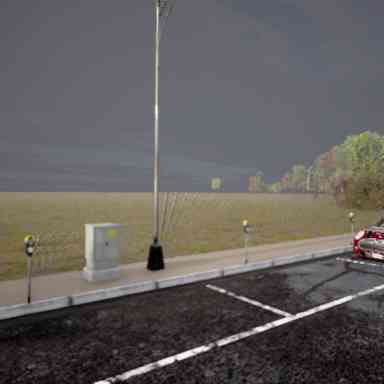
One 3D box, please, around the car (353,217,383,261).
[{"bbox_3d":[7.263,1.419,11.278,4.097,1.590,1.967,0,1,-36],"label":"car"}]
